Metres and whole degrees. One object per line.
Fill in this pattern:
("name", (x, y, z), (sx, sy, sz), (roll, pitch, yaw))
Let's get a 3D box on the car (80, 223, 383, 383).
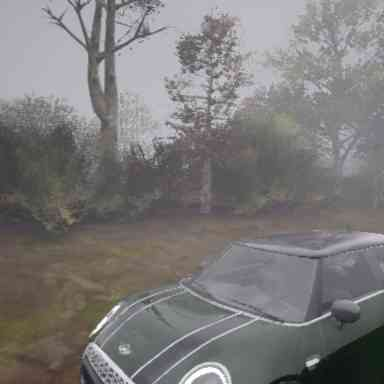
("car", (1.094, 1.329, 3.940), (4.553, 1.767, 2.097), (0, 1, -37))
